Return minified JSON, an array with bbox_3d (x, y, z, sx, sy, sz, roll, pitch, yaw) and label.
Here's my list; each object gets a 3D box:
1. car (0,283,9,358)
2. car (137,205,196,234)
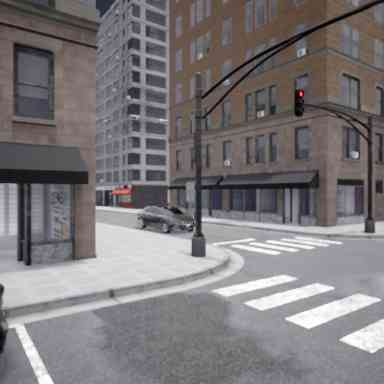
[{"bbox_3d":[-4.200,1.566,3.198,4.313,1.339,1.947,0,0,-35],"label":"car"},{"bbox_3d":[-1.625,1.570,20.060,1.837,1.490,4.892,0,0,-36],"label":"car"}]
